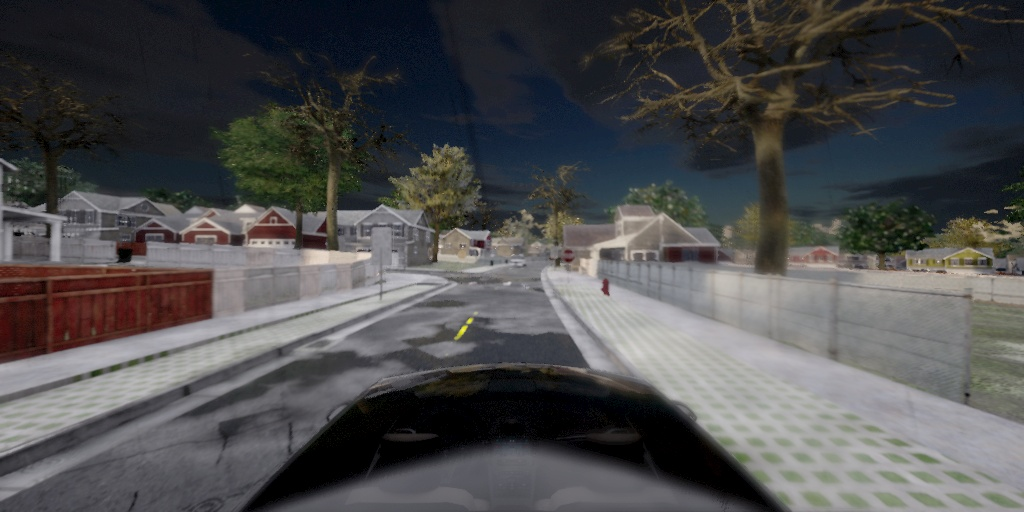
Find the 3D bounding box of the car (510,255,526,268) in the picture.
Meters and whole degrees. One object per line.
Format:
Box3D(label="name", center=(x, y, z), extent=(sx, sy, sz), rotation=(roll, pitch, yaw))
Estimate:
Box3D(label="car", center=(1.031, 0.836, 56.940), extent=(2.150, 2.045, 5.566), rotation=(0, 2, 8))
